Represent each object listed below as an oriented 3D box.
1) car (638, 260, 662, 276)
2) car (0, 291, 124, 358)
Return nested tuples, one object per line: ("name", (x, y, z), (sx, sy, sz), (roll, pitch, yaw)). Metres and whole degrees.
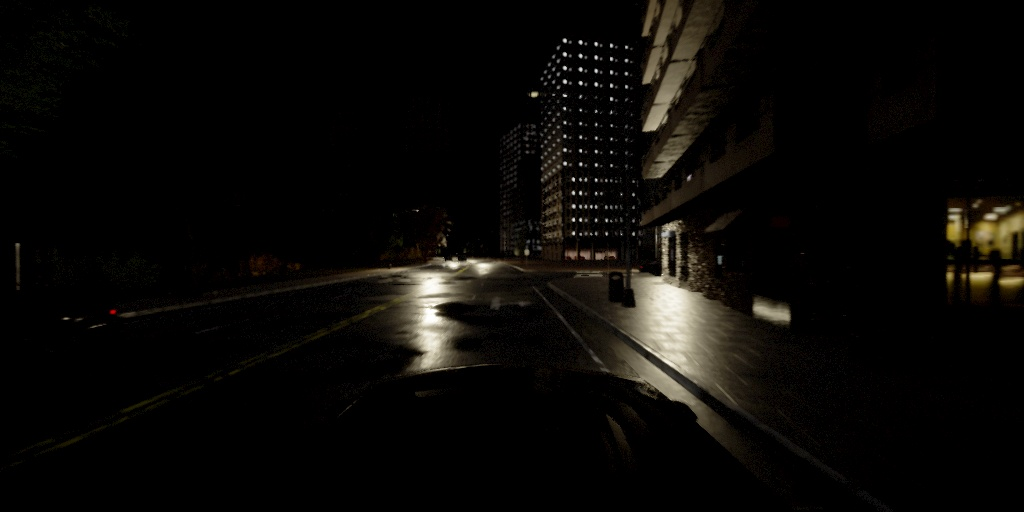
("car", (13.637, 0.992, 30.672), (5.357, 1.411, 2.033), (-1, 0, 13))
("car", (-9.865, 1.305, 5.799), (2.033, 1.411, 5.357), (0, 0, 0))
